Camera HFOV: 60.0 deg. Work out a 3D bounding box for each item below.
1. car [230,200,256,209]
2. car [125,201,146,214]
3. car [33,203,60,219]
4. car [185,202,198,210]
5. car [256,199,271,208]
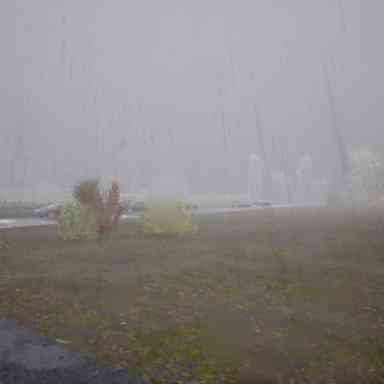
[{"bbox_3d":[8.174,2.046,55.672,2.128,1.511,4.902,-1,-1,36],"label":"car"},{"bbox_3d":[-7.172,1.890,40.584,1.837,1.490,4.892,-1,-1,36],"label":"car"},{"bbox_3d":[-12.953,1.782,32.562,1.837,1.490,4.892,-1,-1,36],"label":"car"},{"bbox_3d":[-1.165,2.098,48.909,1.895,1.301,4.718,-1,-1,36],"label":"car"},{"bbox_3d":[13.360,2.132,62.945,1.882,1.535,5.008,-1,-1,36],"label":"car"}]
